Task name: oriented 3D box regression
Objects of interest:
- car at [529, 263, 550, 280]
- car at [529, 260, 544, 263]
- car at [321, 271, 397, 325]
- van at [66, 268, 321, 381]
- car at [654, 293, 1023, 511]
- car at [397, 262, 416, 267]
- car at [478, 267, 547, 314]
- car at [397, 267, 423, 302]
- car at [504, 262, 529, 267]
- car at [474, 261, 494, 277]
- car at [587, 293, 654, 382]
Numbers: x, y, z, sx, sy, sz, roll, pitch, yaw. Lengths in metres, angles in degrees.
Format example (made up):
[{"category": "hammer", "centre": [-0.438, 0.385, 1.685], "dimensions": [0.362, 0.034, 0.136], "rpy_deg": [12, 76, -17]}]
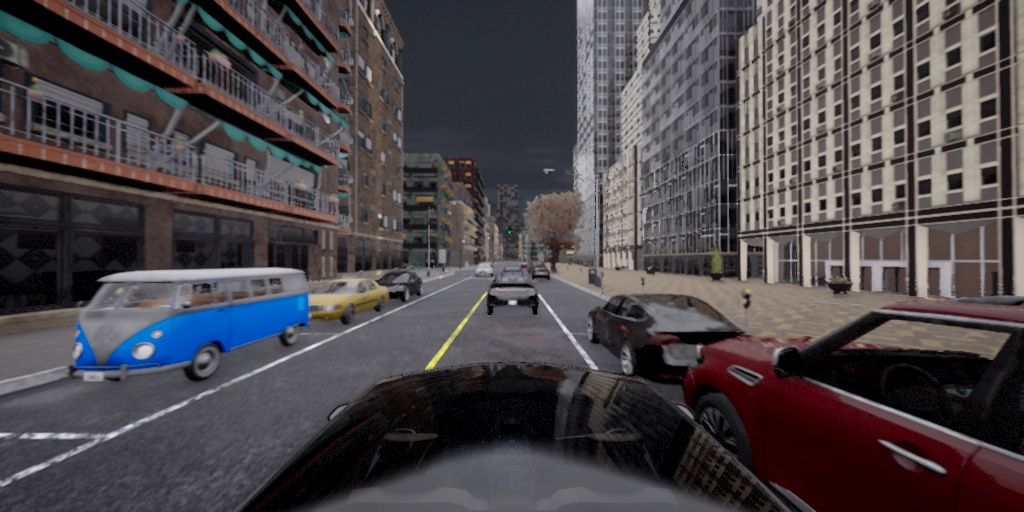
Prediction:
[{"category": "car", "centre": [2.676, 1.602, 34.589], "dimensions": [1.948, 1.339, 4.313], "rpy_deg": [0, 0, 0]}, {"category": "car", "centre": [2.673, 1.401, 40.112], "dimensions": [2.192, 1.841, 5.009], "rpy_deg": [0, 0, 0]}, {"category": "car", "centre": [-5.694, 1.365, 12.326], "dimensions": [1.751, 1.417, 4.829], "rpy_deg": [0, 0, 0]}, {"category": "van", "centre": [-5.692, 1.134, 6.973], "dimensions": [1.690, 1.789, 3.998], "rpy_deg": [0, 0, 0]}, {"category": "car", "centre": [2.692, 1.063, 1.454], "dimensions": [2.192, 1.841, 5.009], "rpy_deg": [0, 0, 0]}, {"category": "car", "centre": [-16.459, 1.543, 53.076], "dimensions": [4.403, 1.370, 2.007], "rpy_deg": [0, 0, -1]}, {"category": "car", "centre": [0.040, 1.347, 14.252], "dimensions": [2.128, 1.511, 4.902], "rpy_deg": [0, 0, 0]}, {"category": "car", "centre": [-5.697, 1.453, 18.018], "dimensions": [1.948, 1.339, 4.313], "rpy_deg": [0, 0, 0]}, {"category": "car", "centre": [0.032, 1.480, 29.249], "dimensions": [2.128, 1.511, 4.902], "rpy_deg": [0, 0, 0]}, {"category": "car", "centre": [-3.070, 1.614, 40.391], "dimensions": [1.812, 1.442, 4.674], "rpy_deg": [0, -1, 0]}, {"category": "car", "centre": [2.689, 1.360, 6.976], "dimensions": [1.948, 1.339, 4.313], "rpy_deg": [0, 0, 0]}]
